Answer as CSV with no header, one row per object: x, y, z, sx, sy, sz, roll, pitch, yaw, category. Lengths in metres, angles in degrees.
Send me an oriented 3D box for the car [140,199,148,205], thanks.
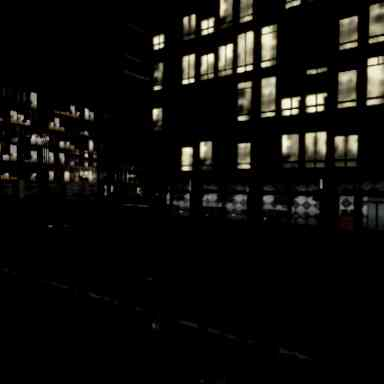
-5.764,1.368,52.780,2.033,1.411,5.357,1,1,37,car
